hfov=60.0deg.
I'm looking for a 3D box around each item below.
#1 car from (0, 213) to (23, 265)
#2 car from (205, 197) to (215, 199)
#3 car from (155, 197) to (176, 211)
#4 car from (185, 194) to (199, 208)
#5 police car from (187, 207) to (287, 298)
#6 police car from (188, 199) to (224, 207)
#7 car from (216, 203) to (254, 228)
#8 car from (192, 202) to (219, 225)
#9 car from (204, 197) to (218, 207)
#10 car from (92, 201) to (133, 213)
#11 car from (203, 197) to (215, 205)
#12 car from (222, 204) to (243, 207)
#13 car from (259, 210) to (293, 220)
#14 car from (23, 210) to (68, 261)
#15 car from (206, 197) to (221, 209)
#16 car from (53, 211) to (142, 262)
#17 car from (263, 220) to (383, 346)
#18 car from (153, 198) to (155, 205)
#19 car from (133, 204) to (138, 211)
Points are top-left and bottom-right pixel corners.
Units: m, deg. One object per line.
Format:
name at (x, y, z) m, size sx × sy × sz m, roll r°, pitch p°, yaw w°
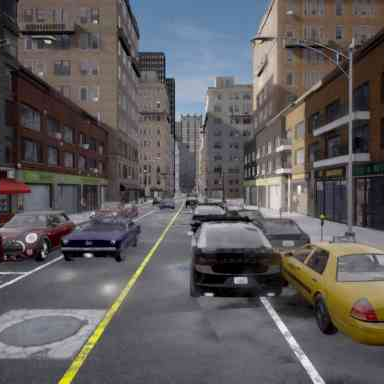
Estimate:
car at (-5.680, 1.313, 6.360) m, size 2.192 × 1.841 × 5.009 m, roll -1°, pitch 0°, yaw 0°
car at (2.863, 1.530, 39.875) m, size 2.008 × 1.369 × 4.403 m, roll -1°, pitch 0°, yaw 0°
car at (-3.003, 1.526, 41.230) m, size 2.033 × 1.411 × 5.357 m, roll 0°, pitch 0°, yaw 0°
car at (0.033, 1.449, 48.424) m, size 1.882 × 1.535 × 5.008 m, roll 0°, pitch 0°, yaw 0°
police car at (0.899, 1.422, 8.697) m, size 1.930 × 1.638 × 5.238 m, roll 0°, pitch 0°, yaw 0°
police car at (0.898, 1.418, 18.698) m, size 1.930 × 1.638 × 5.238 m, roll 0°, pitch 0°, yaw 0°
car at (2.860, 1.542, 23.118) m, size 2.008 × 1.369 × 4.403 m, roll -1°, pitch 0°, yaw 0°
car at (0.898, 1.516, 24.588) m, size 1.812 × 1.442 × 4.674 m, roll 0°, pitch 0°, yaw 0°
car at (2.865, 1.534, 51.047) m, size 1.947 × 1.339 × 4.313 m, roll -1°, pitch 0°, yaw 0°
car at (-5.679, 1.431, 23.117) m, size 1.967 × 1.590 × 4.097 m, roll -1°, pitch 0°, yaw 0°
car at (2.866, 1.544, 56.633) m, size 1.802 × 1.307 × 4.206 m, roll -1°, pitch 0°, yaw 0°
car at (2.858, 1.559, 17.532) m, size 1.947 × 1.339 × 4.313 m, roll -1°, pitch 0°, yaw 0°
car at (2.857, 1.562, 11.946) m, size 1.947 × 1.339 × 4.313 m, roll -1°, pitch 0°, yaw 0°
car at (-5.679, 1.436, 11.946) m, size 1.967 × 1.590 × 4.097 m, roll -1°, pitch 0°, yaw 0°
car at (2.864, 1.499, 45.631) m, size 1.752 × 1.417 × 4.829 m, roll -1°, pitch 0°, yaw 0°
car at (-3.101, 1.596, 12.195) m, size 1.895 × 1.301 × 4.718 m, roll 0°, pitch 0°, yaw 0°
car at (2.856, 1.523, 6.530) m, size 1.752 × 1.417 × 4.829 m, roll -1°, pitch 0°, yaw 0°
car at (-5.679, 1.507, 56.631) m, size 1.887 × 1.381 × 4.507 m, roll -1°, pitch 0°, yaw 0°
car at (-5.678, 1.570, 28.703) m, size 1.802 × 1.307 × 4.206 m, roll -1°, pitch 0°, yaw 0°
